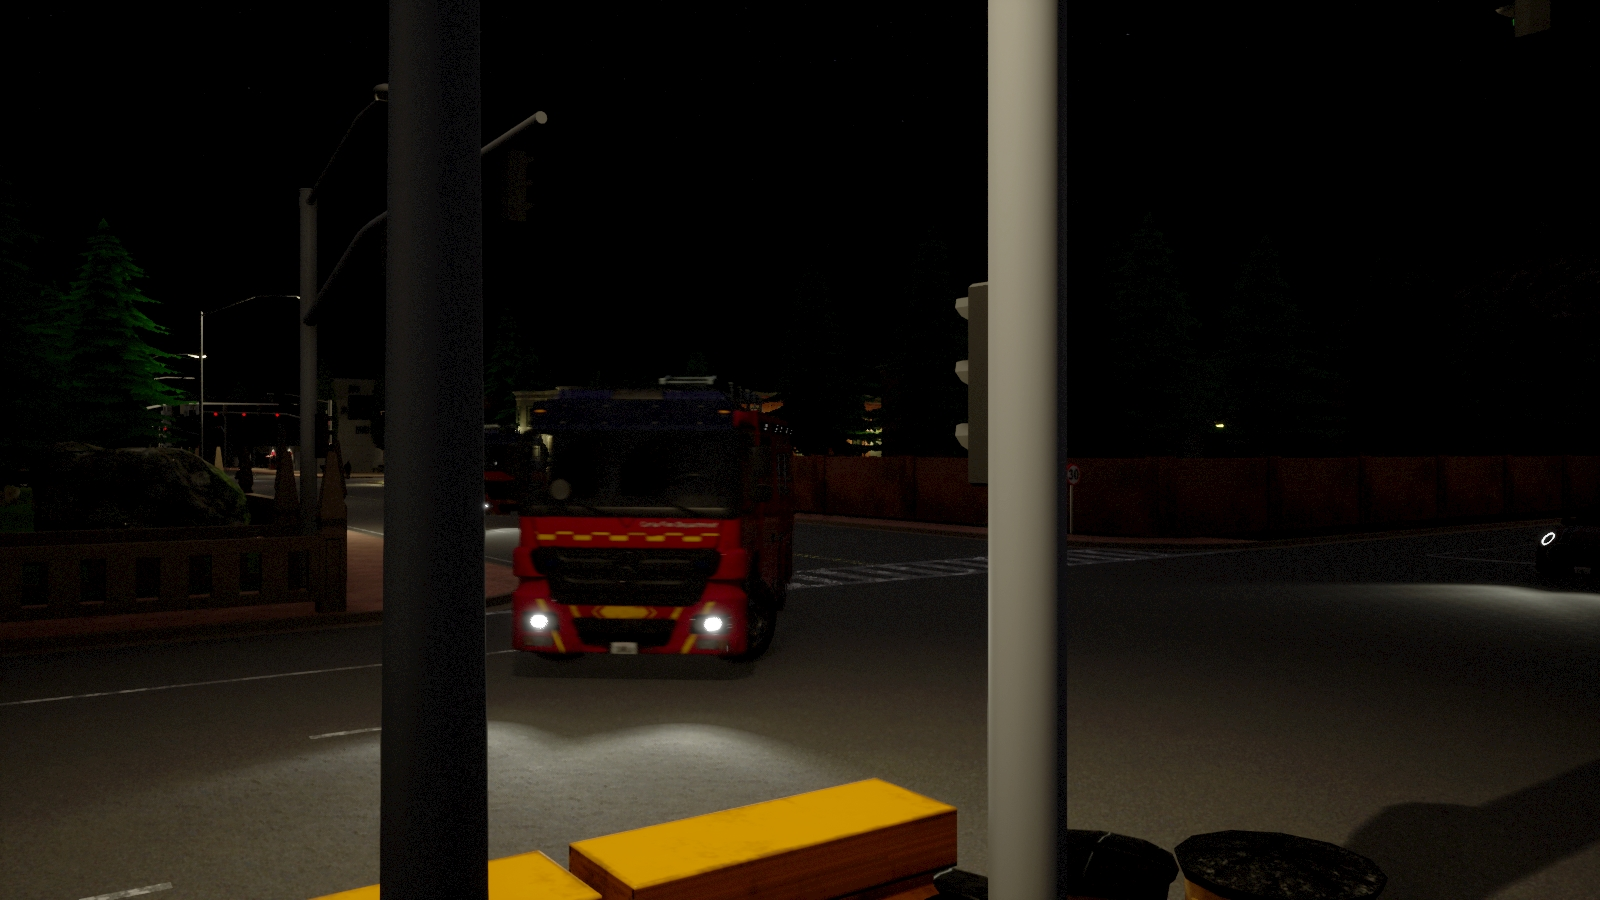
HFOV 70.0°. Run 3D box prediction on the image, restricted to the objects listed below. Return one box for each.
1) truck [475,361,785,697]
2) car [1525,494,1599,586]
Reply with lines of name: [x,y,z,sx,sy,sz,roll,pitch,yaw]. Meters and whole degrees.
truck: [-2.020,0.890,17.358,2.891,3.827,8.468,0,0,4]
car: [18.010,1.906,24.946,4.553,1.767,2.097,0,0,-35]
